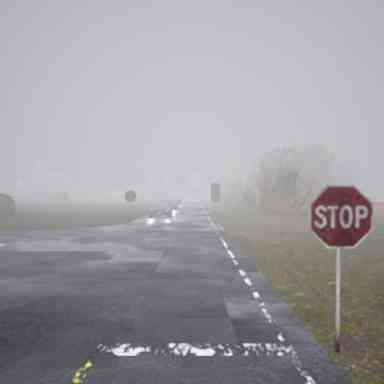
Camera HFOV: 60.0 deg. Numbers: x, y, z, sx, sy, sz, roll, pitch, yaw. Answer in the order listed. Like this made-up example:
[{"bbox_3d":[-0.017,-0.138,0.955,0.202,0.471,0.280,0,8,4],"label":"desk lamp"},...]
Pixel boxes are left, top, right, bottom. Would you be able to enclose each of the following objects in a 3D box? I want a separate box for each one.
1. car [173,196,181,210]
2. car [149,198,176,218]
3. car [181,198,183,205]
[{"bbox_3d":[-2.747,1.554,41.476,1.994,1.385,4.181,0,0,0],"label":"car"},{"bbox_3d":[-2.776,1.514,30.565,1.812,1.442,4.674,0,0,0],"label":"car"},{"bbox_3d":[-2.669,1.478,58.826,1.882,1.535,5.008,0,0,1],"label":"car"}]
